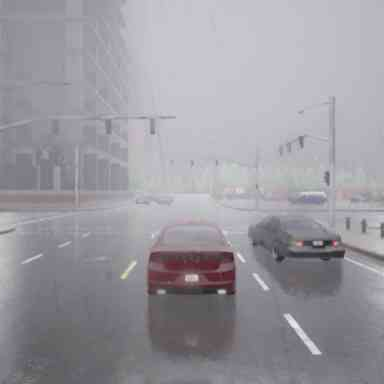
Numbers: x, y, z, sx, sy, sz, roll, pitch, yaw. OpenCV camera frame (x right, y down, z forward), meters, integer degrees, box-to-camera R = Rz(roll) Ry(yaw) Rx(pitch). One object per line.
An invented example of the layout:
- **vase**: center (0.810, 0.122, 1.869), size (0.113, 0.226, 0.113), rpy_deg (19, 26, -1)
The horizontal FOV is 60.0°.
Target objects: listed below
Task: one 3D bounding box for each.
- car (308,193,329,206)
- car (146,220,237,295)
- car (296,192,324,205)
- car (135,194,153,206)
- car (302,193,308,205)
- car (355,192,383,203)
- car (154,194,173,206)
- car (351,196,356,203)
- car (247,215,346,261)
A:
- **car**: center (24.108, 1.374, 61.393), size (3.806, 1.475, 1.970), rpy_deg (0, 0, -1)
- **car**: center (-0.013, 1.467, 8.732), size (1.882, 1.535, 5.008), rpy_deg (0, 0, 0)
- **car**: center (24.012, 1.125, 66.970), size (4.605, 1.855, 1.932), rpy_deg (0, 0, -1)
- **car**: center (-8.158, 1.424, 54.712), size (2.128, 1.511, 4.902), rpy_deg (0, 0, -1)
- **car**: center (24.085, 1.339, 64.288), size (3.905, 1.438, 1.784), rpy_deg (0, 0, -1)
- **car**: center (39.026, 1.118, 72.646), size (4.605, 1.855, 1.932), rpy_deg (0, 0, -1)
- **car**: center (-4.660, 1.410, 54.668), size (1.882, 1.535, 5.008), rpy_deg (0, 0, -1)
- **car**: center (39.066, 1.325, 75.544), size (3.905, 1.438, 1.784), rpy_deg (0, 0, -1)
- **car**: center (3.475, 1.532, 12.169), size (2.033, 1.411, 5.357), rpy_deg (0, 0, -4)
